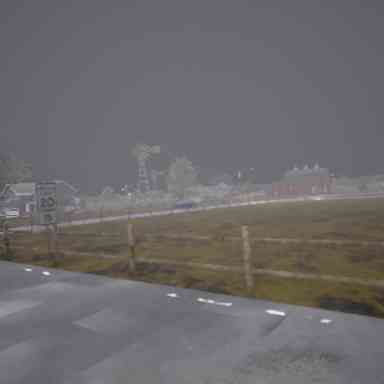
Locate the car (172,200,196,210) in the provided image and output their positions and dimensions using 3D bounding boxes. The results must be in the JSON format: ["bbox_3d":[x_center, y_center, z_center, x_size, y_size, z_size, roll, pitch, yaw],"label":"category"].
[{"bbox_3d":[-1.430,2.075,54.143,1.882,1.535,5.008,-3,-1,37],"label":"car"}]
